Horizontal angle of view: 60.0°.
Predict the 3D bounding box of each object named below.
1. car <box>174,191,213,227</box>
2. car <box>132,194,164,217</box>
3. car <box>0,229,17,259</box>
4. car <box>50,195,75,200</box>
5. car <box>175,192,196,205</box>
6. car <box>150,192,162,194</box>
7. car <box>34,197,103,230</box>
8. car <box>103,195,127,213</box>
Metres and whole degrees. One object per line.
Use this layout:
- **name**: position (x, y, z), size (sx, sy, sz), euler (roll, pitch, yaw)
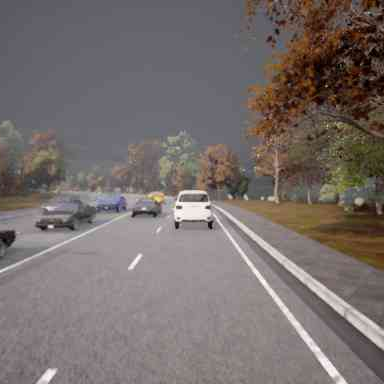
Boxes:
- **car**: position (0.093, 0.931, 20.193), size (2.150, 2.045, 5.566), euler (0, 1, 0)
- **car**: position (-3.497, 1.141, 26.279), size (1.994, 1.385, 4.181), euler (0, 1, 0)
- **car**: position (-7.045, 1.530, 9.329), size (1.895, 1.301, 4.718), euler (0, 1, 0)
- **car**: position (-10.573, 1.046, 27.163), size (2.128, 1.511, 4.902), euler (0, 1, 0)
- **car**: position (-0.914, 0.757, 41.923), size (2.128, 1.511, 4.902), euler (0, 1, -6)
- **car**: position (-4.692, 0.689, 43.434), size (1.882, 1.535, 5.008), euler (0, 1, -9)
- **car**: position (-7.013, 1.278, 19.186), size (2.033, 1.411, 5.357), euler (0, 1, 0)
- **car**: position (-7.071, 0.974, 29.854), size (1.882, 1.535, 5.008), euler (0, 1, -1)
